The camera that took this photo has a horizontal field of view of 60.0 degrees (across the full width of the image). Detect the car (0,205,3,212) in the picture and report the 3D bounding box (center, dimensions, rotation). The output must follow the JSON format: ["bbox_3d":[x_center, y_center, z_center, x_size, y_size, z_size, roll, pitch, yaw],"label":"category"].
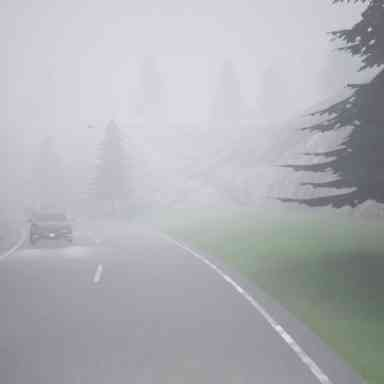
[{"bbox_3d":[-24.944,1.951,39.614,4.902,1.511,2.128,0,-1,18],"label":"car"}]

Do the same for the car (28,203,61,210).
[{"bbox_3d":[-10.090,1.631,23.660,2.097,1.767,4.553,0,-1,-31],"label":"car"}]

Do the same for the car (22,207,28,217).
[{"bbox_3d":[-15.905,1.905,34.747,4.892,1.490,1.837,-1,-1,38],"label":"car"}]

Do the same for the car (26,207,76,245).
[{"bbox_3d":[-7.107,1.701,16.864,1.837,1.490,4.892,0,-1,-23],"label":"car"}]
